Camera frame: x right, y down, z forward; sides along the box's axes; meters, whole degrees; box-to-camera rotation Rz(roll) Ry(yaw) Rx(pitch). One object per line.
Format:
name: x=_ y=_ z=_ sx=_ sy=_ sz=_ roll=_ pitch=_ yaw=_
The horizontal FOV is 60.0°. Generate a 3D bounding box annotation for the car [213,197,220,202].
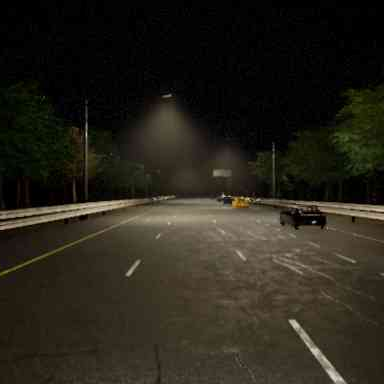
car: x=7.421 y=2.014 z=88.856 sx=1.895 sy=1.301 sz=4.718 roll=0 pitch=0 yaw=1

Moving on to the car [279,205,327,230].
car: x=7.022 y=1.556 z=21.542 sx=2.128 sy=1.511 sz=4.902 roll=0 pitch=0 yaw=0

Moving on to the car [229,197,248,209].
car: x=7.128 y=1.697 z=49.356 sx=1.882 sy=1.535 sz=5.008 roll=0 pitch=-1 yaw=0

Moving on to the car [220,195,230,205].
car: x=7.243 y=1.811 z=67.788 sx=1.837 sy=1.490 sz=4.892 roll=0 pitch=0 yaw=0
